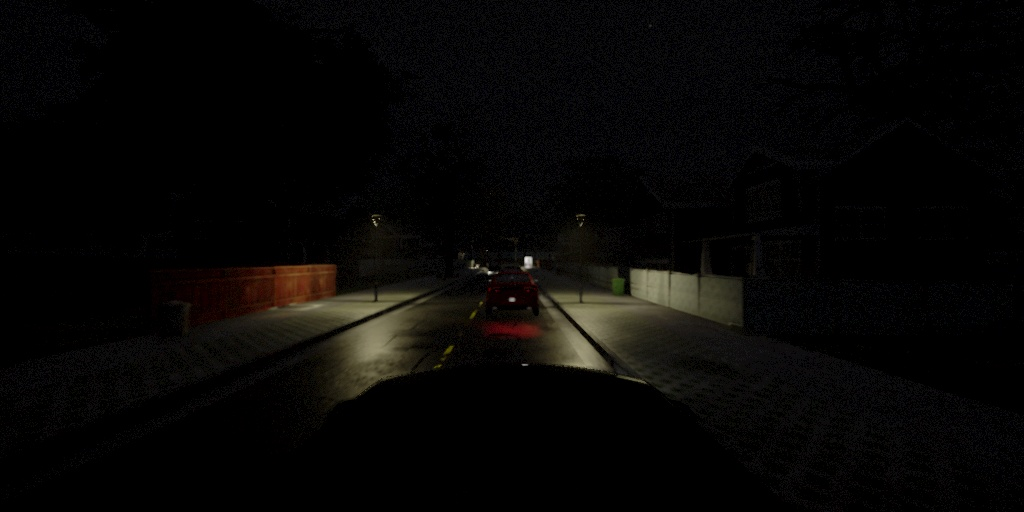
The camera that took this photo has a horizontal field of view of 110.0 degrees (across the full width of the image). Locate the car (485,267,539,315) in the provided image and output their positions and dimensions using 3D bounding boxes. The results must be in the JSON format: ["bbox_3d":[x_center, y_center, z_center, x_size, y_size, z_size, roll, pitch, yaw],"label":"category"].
[{"bbox_3d":[0.041,1.344,14.278,1.882,1.535,5.008,0,-1,1],"label":"car"}]

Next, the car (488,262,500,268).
[{"bbox_3d":[-2.828,1.703,58.627,1.882,1.535,5.008,0,0,0],"label":"car"}]

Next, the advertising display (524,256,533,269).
[{"bbox_3d":[2.991,1.291,64.729,1.540,2.440,0.280,0,0,0],"label":"advertising display"}]

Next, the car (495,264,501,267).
[{"bbox_3d":[0.016,1.530,27.074,2.033,1.411,5.357,0,0,1],"label":"car"}]
